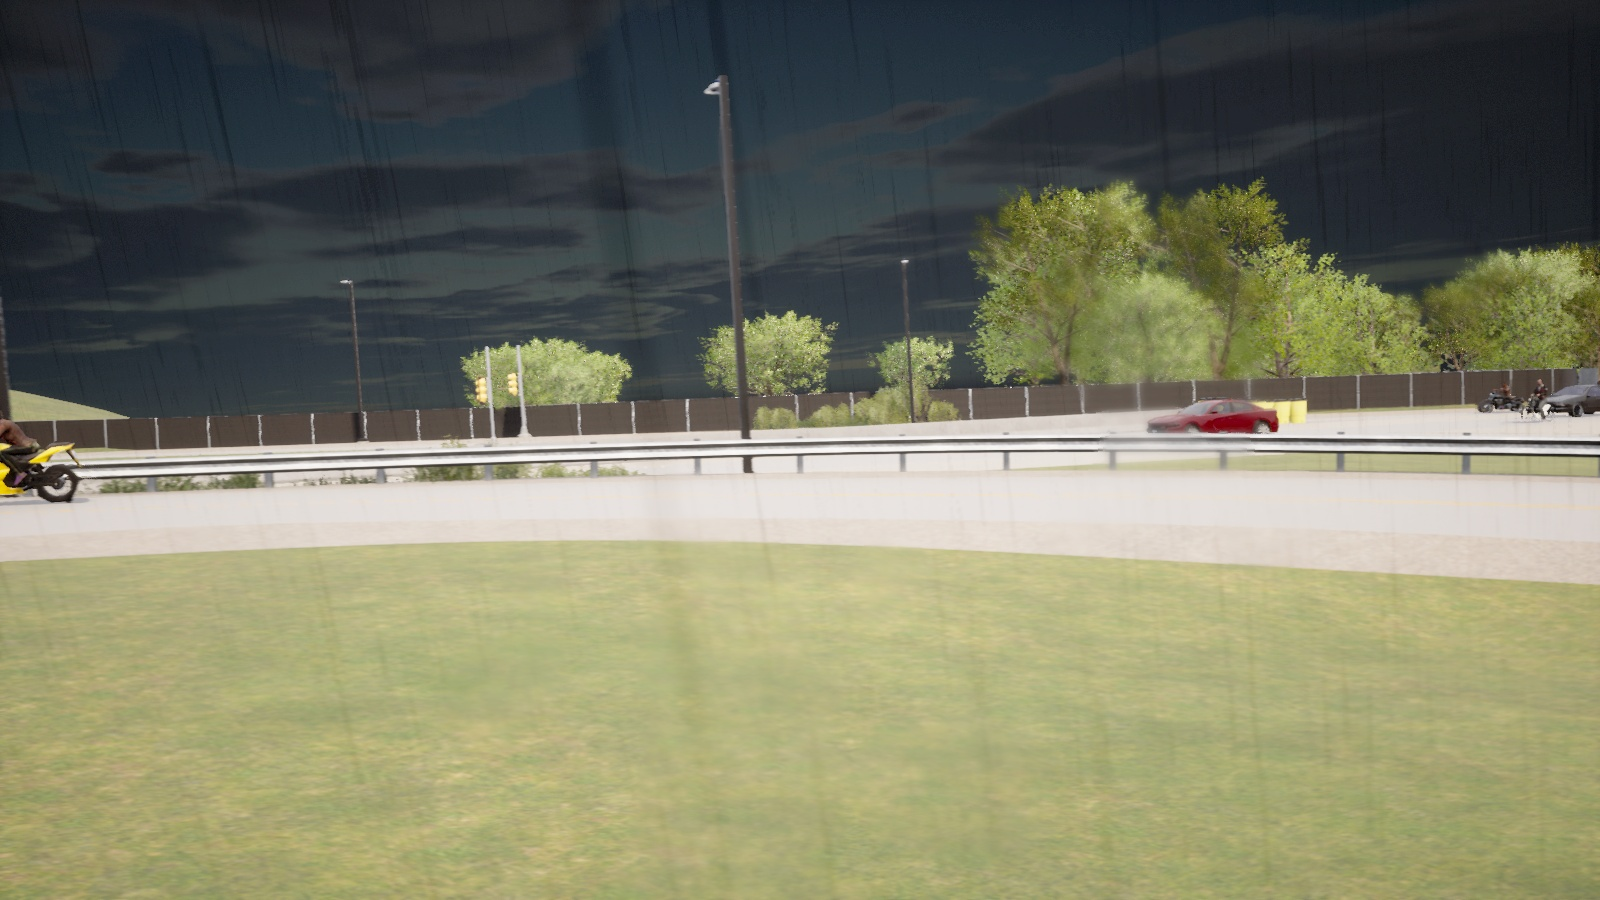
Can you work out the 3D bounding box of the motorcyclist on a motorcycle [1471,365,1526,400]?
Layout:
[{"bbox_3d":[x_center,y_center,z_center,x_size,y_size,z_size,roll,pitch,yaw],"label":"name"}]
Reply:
[{"bbox_3d":[35.543,-3.432,63.868,2.350,1.649,0.766,-4,2,-4],"label":"motorcyclist on a motorcycle"}]

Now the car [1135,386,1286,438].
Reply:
[{"bbox_3d":[14.625,-1.346,44.719,5.008,1.535,1.882,-4,2,-22],"label":"car"}]

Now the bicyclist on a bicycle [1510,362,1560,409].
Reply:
[{"bbox_3d":[29.659,-2.601,50.670,1.843,1.776,0.659,-4,2,-22],"label":"bicyclist on a bicycle"}]

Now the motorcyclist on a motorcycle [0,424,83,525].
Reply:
[{"bbox_3d":[-12.528,0.387,19.739,2.044,1.523,0.797,-3,2,-22],"label":"motorcyclist on a motorcycle"}]

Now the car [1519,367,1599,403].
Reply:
[{"bbox_3d":[35.336,-2.995,56.684,5.357,1.411,2.033,-4,2,-22],"label":"car"}]
